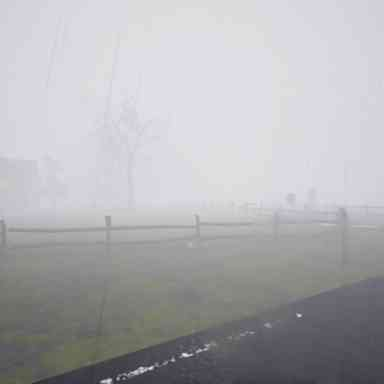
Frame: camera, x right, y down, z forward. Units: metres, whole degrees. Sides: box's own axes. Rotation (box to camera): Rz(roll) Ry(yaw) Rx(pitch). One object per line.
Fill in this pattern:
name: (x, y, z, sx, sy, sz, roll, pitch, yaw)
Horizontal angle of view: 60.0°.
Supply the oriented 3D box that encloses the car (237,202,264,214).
car: (6.944, 1.947, 40.089, 1.812, 1.442, 4.674, 1, -1, -15)
